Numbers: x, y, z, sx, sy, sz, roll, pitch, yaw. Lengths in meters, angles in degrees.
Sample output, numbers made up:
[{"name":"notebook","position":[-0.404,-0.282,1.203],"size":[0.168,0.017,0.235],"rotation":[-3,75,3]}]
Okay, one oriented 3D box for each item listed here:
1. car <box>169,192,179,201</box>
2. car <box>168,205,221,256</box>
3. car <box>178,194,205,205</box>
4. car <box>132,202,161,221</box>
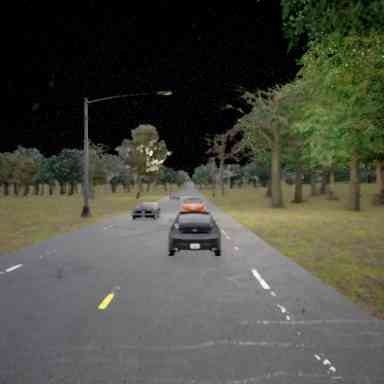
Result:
[{"name":"car","position":[-3.497,0.835,67.714],"size":[2.097,1.767,4.553],"rotation":[0,1,0]},{"name":"car","position":[0.097,1.489,13.140],"size":[1.837,1.490,4.892],"rotation":[0,0,0]},{"name":"car","position":[0.099,1.266,28.962],"size":[2.097,1.767,4.553],"rotation":[0,0,0]},{"name":"car","position":[-3.598,1.529,26.798],"size":[1.895,1.301,4.718],"rotation":[0,0,0]}]
